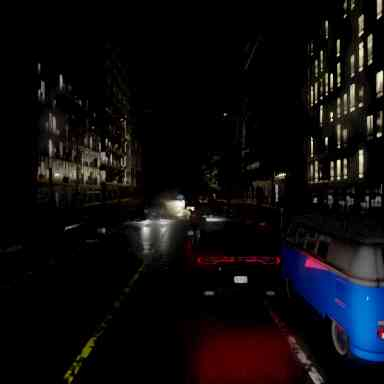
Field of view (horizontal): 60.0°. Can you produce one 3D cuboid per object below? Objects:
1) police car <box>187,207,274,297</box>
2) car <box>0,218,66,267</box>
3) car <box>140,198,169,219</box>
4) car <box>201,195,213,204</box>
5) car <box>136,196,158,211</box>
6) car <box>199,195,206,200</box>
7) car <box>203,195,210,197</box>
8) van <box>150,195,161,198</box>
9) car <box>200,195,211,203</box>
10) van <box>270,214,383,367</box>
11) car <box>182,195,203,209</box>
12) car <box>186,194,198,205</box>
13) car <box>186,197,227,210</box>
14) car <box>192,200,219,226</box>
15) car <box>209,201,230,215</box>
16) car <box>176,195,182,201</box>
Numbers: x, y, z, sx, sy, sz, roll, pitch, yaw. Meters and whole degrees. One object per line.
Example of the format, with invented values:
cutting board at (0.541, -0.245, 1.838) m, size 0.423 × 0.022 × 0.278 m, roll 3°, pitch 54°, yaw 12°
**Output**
police car at (0.911, 1.425, 8.769) m, size 1.930 × 1.638 × 5.238 m, roll 0°, pitch 0°, yaw 0°
car at (-5.677, 1.582, 11.343) m, size 1.802 × 1.307 × 4.206 m, roll 0°, pitch 0°, yaw 0°
car at (-3.066, 1.525, 29.073) m, size 1.812 × 1.442 × 4.674 m, roll 0°, pitch 0°, yaw 0°
car at (2.763, 1.410, 62.563) m, size 1.967 × 1.590 × 4.097 m, roll 0°, pitch 0°, yaw 0°
car at (-5.644, 1.548, 39.806) m, size 2.008 × 1.369 × 4.403 m, roll 0°, pitch 0°, yaw 0°
car at (2.796, 1.462, 91.025) m, size 1.887 × 1.381 × 4.507 m, roll 0°, pitch 0°, yaw 0°
car at (2.743, 1.544, 45.485) m, size 2.008 × 1.369 × 4.403 m, roll 0°, pitch 0°, yaw 0°
van at (-5.630, 1.328, 51.191) m, size 1.690 × 1.788 × 3.998 m, roll 0°, pitch 0°, yaw 0°
car at (2.769, 1.401, 68.255) m, size 1.967 × 1.590 × 4.097 m, roll 0°, pitch 0°, yaw 0°
van at (2.698, 1.341, 5.639) m, size 1.690 × 1.788 × 3.998 m, roll 0°, pitch 0°, yaw 0°
car at (0.060, 1.345, 45.440) m, size 2.097 × 1.767 × 4.553 m, roll 0°, pitch 0°, yaw 0°
car at (0.068, 1.327, 59.392) m, size 2.097 × 1.767 × 4.553 m, roll 0°, pitch 0°, yaw 0°
car at (0.873, 1.351, 18.622) m, size 2.097 × 1.767 × 4.553 m, roll 0°, pitch 0°, yaw 0°
car at (0.929, 1.455, 24.850) m, size 1.801 × 1.575 × 5.366 m, roll 0°, pitch 0°, yaw 0°
car at (2.730, 1.581, 34.100) m, size 1.802 × 1.307 × 4.206 m, roll 0°, pitch 0°, yaw 0°
car at (-2.905, 1.412, 83.264) m, size 1.882 × 1.535 × 5.008 m, roll 0°, pitch 0°, yaw 0°
